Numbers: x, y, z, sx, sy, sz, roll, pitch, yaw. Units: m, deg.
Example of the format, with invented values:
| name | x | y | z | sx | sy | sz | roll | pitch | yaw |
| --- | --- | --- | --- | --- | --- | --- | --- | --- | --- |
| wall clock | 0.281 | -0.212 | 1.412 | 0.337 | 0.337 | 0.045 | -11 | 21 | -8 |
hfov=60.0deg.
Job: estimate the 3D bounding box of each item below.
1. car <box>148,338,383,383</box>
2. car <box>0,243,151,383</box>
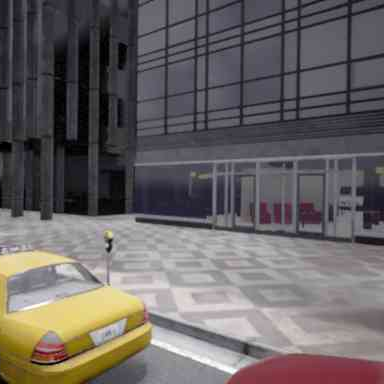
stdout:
| name | x | y | z | sx | sy | sz | roll | pitch | yaw |
| --- | --- | --- | --- | --- | --- | --- | --- | --- | --- |
| car | 1.980 | 1.595 | 1.550 | 4.206 | 1.307 | 1.802 | 1 | 1 | 35 |
| car | -2.780 | 1.448 | 4.945 | 4.829 | 1.417 | 1.752 | 1 | 1 | 35 |
